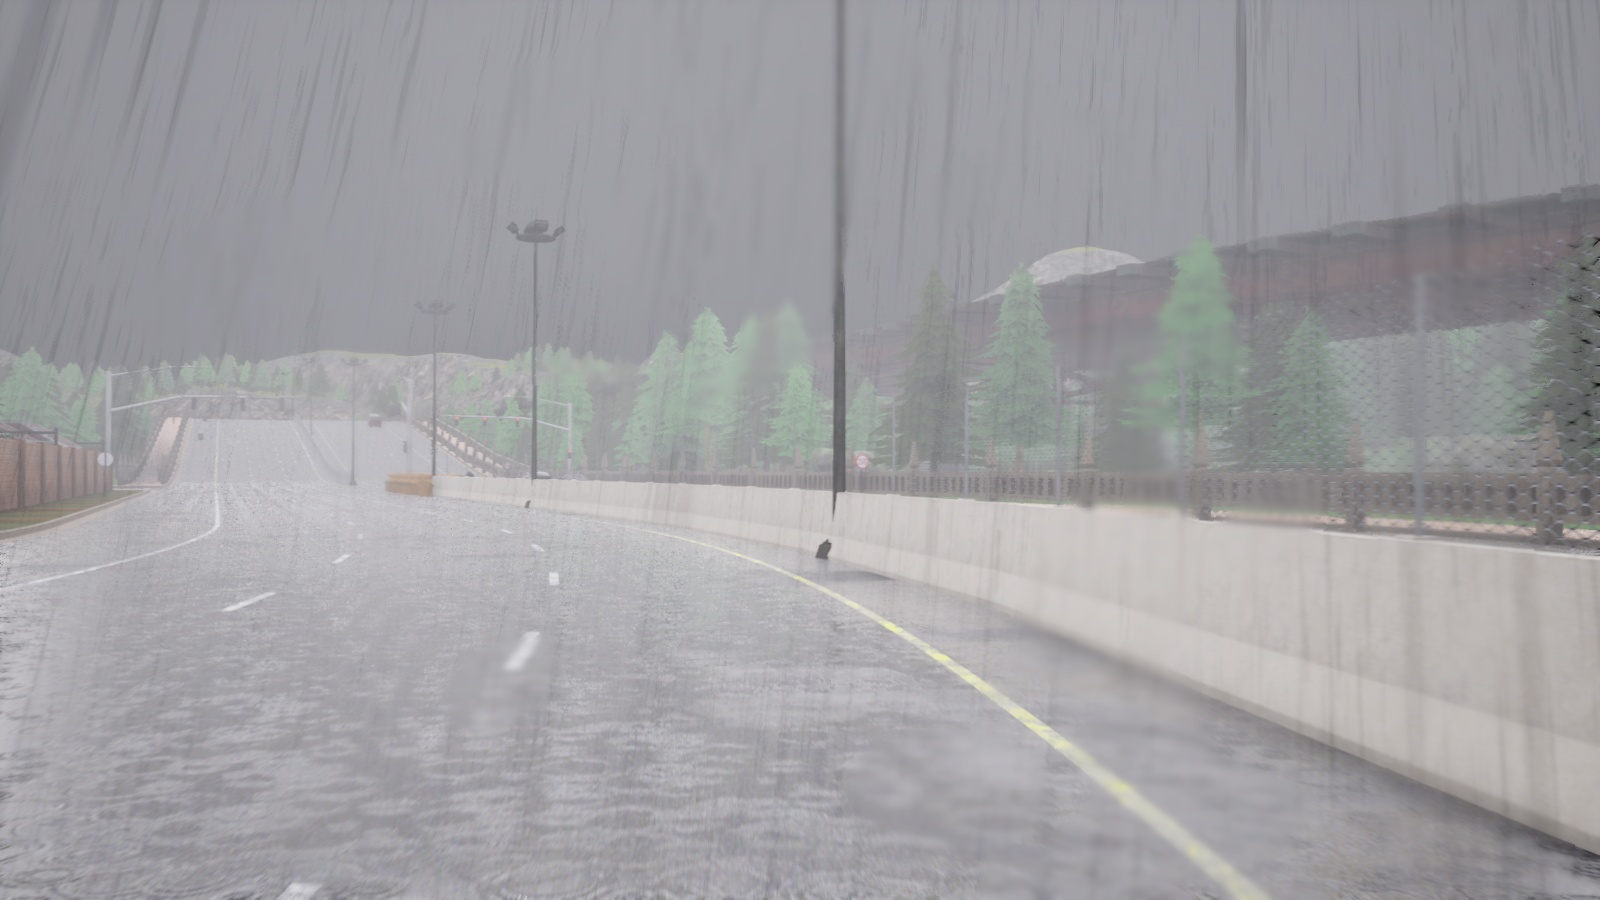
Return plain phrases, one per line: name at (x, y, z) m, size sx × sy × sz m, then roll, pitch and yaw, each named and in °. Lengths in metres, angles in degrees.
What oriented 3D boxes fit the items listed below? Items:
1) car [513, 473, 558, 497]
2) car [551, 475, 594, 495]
car at (-17.642, 2.300, 83.569) m, size 1.837 × 1.490 × 4.892 m, roll 0°, pitch -1°, yaw -25°
car at (-16.025, 2.432, 88.379) m, size 1.994 × 1.385 × 4.181 m, roll 0°, pitch -1°, yaw -25°
